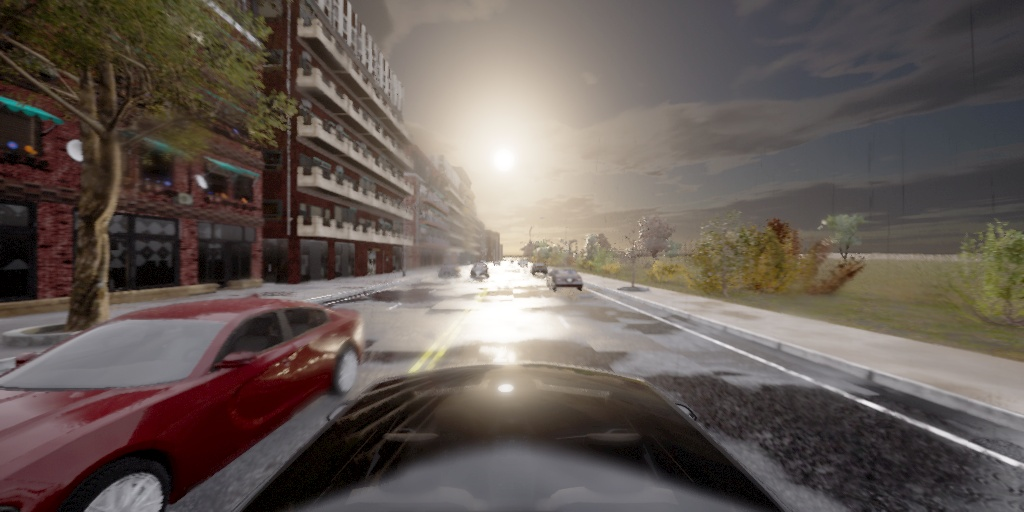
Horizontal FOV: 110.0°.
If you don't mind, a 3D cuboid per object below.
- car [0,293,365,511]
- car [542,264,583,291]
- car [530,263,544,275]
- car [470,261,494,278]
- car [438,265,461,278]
[{"bbox_3d":[-3.335,1.244,3.823,1.882,1.535,5.008,0,0,0],"label":"car"},{"bbox_3d":[3.348,1.471,23.399,2.033,1.411,5.357,0,0,0],"label":"car"},{"bbox_3d":[3.351,1.606,45.043,1.837,1.490,4.892,0,0,0],"label":"car"},{"bbox_3d":[-3.337,1.534,37.967,2.128,1.511,4.902,0,-1,0],"label":"car"},{"bbox_3d":[-6.586,1.607,38.192,1.994,1.385,4.181,0,0,0],"label":"car"}]
